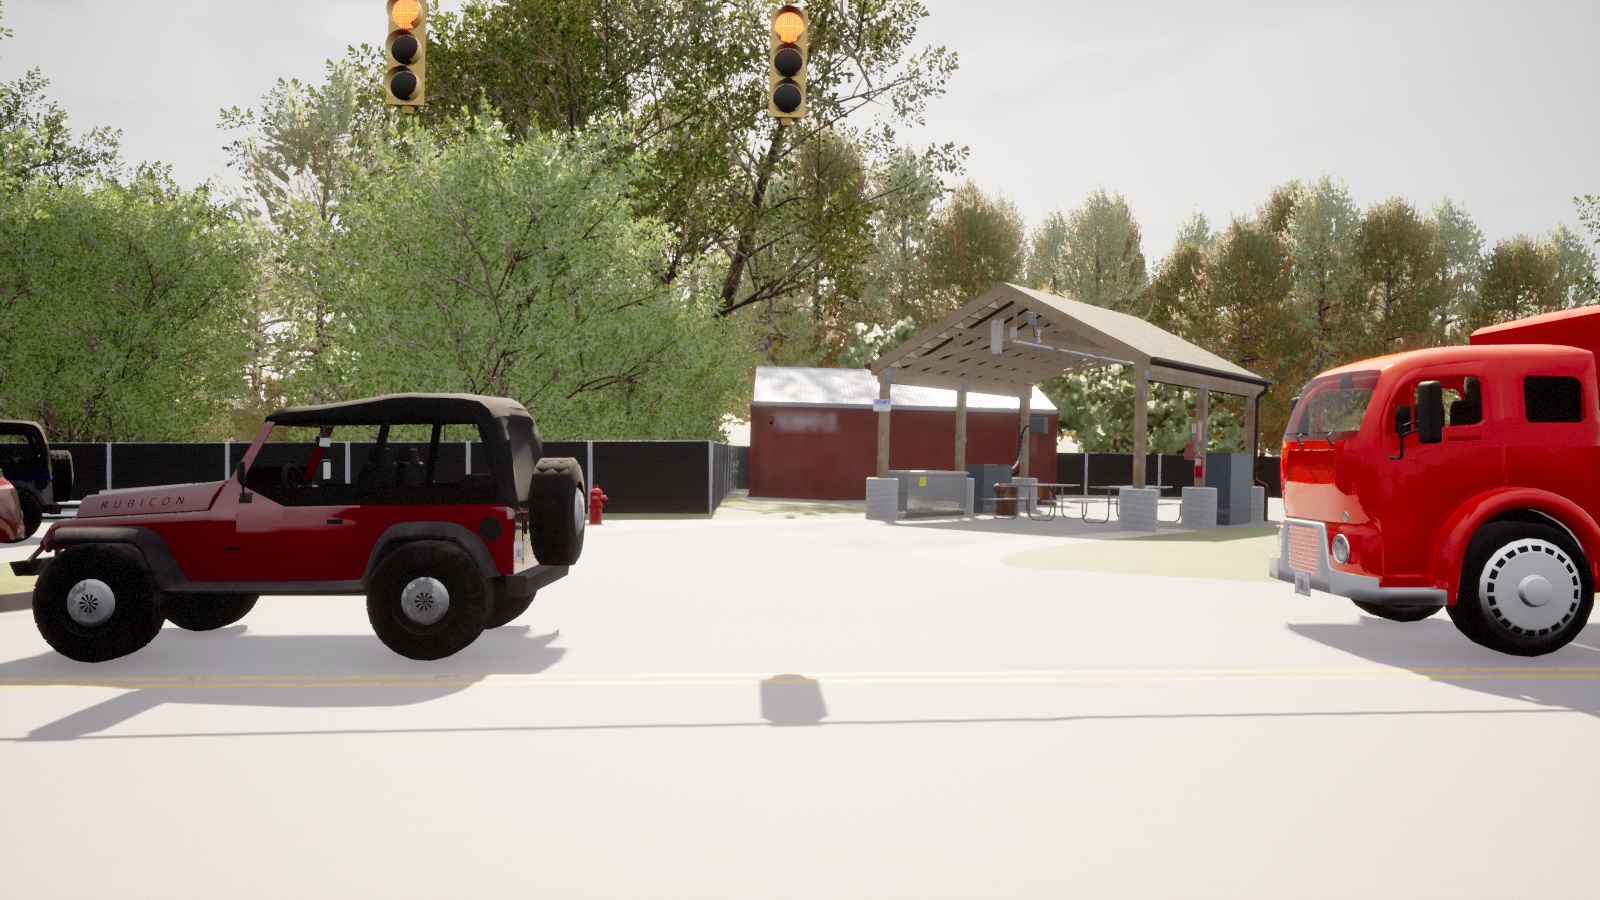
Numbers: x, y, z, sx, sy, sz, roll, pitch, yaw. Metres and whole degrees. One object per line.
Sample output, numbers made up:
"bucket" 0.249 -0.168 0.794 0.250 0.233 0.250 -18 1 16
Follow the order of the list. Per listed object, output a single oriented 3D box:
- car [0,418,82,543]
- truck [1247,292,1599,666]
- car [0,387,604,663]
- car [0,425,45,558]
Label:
"car" -13.278 0.428 19.138 3.866 1.878 1.905 1 1 -36
"truck" 6.484 0.191 9.585 5.204 2.467 2.627 0 0 1
"car" -3.577 0.518 9.586 3.866 1.878 1.905 0 0 0
"car" -12.020 0.471 14.677 2.152 1.651 5.027 1 0 41
